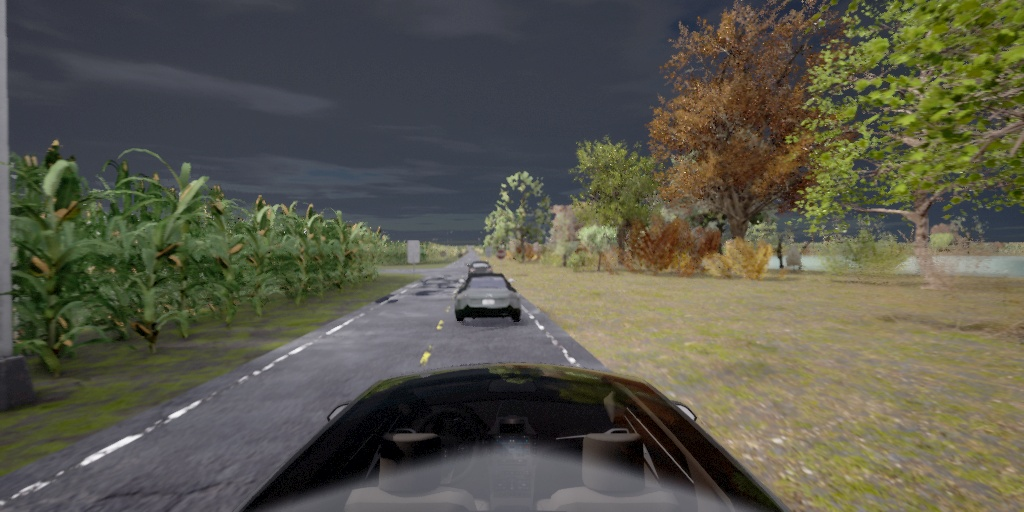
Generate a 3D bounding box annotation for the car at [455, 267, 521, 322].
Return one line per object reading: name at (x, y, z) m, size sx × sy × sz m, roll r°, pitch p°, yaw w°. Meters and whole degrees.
car at (-0.833, 1.244, 12.026) m, size 1.994 × 1.385 × 4.181 m, roll 0°, pitch 0°, yaw -5°

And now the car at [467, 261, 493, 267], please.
car at (-2.386, 1.092, 27.097) m, size 1.812 × 1.442 × 4.674 m, roll 0°, pitch 0°, yaw -6°
